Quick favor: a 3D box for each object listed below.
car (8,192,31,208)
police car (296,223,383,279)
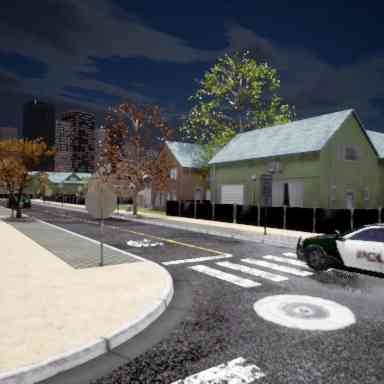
[{"bbox_3d":[-22.749,1.076,43.827,2.150,2.045,5.566,1,0,-35],"label":"car"},{"bbox_3d":[5.140,1.530,8.765,2.038,1.542,4.974,1,0,-35],"label":"police car"}]
